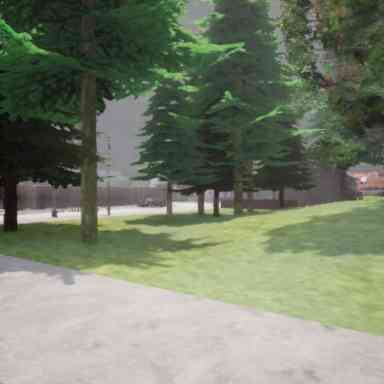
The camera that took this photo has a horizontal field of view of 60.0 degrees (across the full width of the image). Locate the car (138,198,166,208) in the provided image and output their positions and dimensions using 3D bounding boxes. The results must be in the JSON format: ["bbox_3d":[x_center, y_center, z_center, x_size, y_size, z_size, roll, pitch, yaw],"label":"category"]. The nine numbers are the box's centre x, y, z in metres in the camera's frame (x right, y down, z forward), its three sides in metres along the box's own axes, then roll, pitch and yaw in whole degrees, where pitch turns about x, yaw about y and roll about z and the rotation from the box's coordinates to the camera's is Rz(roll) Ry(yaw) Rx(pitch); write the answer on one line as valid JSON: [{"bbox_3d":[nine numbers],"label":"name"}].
[{"bbox_3d":[-5.933,1.643,50.073,1.837,1.490,4.892,0,-1,36],"label":"car"}]
